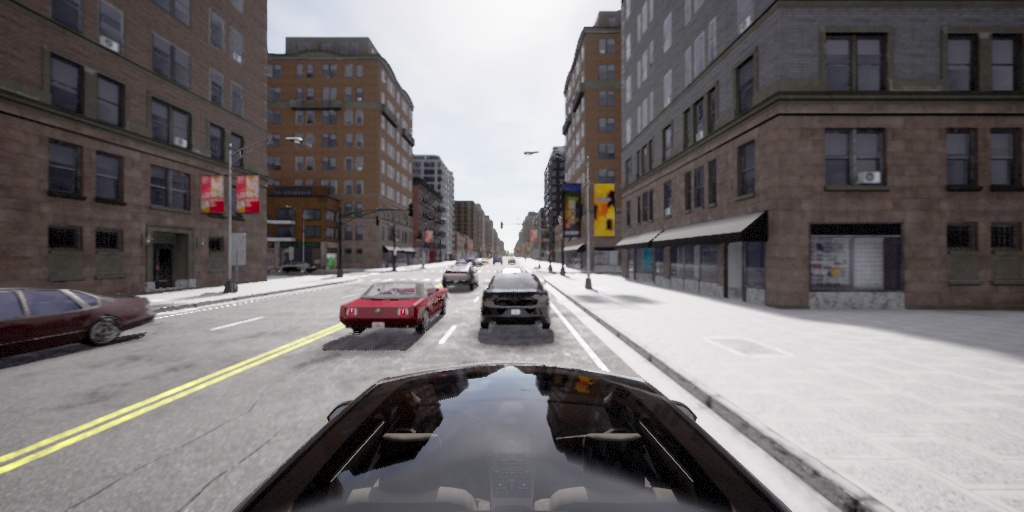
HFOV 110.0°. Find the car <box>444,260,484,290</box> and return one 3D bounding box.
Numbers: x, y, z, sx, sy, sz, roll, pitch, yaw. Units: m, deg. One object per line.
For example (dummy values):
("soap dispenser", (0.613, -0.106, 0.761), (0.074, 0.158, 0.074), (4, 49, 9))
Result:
("car", (-3.150, 1.236, 22.468), (2.128, 1.511, 4.902), (0, 0, -1))

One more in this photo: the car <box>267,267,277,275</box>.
("car", (-25.424, 1.163, 34.250), (4.097, 1.591, 1.967), (0, 0, 0))

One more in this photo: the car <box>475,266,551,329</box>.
("car", (0.093, 1.226, 11.288), (1.882, 1.535, 5.008), (0, 0, 0))

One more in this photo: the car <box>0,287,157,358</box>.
("car", (-9.850, 1.297, 6.568), (2.033, 1.411, 5.357), (0, 0, 0))

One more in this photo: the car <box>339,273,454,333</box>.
("car", (-3.151, 1.349, 10.695), (1.895, 1.301, 4.718), (0, 0, 0))

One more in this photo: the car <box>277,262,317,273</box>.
("car", (-25.384, 1.318, 42.275), (4.313, 1.339, 1.948), (0, 0, 0))

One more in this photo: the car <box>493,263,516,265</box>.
("car", (-0.004, 1.308, 21.418), (1.994, 1.385, 4.181), (0, 0, 0))
